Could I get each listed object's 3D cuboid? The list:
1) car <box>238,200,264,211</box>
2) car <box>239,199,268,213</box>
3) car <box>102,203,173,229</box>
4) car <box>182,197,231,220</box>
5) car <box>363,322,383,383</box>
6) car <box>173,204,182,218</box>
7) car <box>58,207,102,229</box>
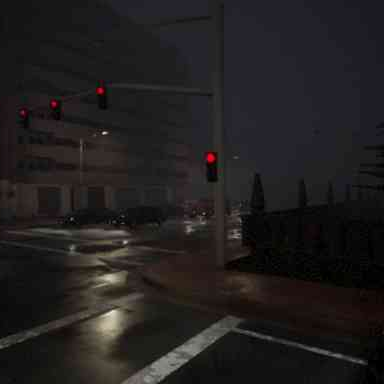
[{"bbox_3d":[8.557,1.882,48.030,1.994,1.385,4.181,-1,-1,36],"label":"car"},{"bbox_3d":[7.436,1.625,40.383,2.097,1.767,4.553,-1,-1,35],"label":"car"},{"bbox_3d":[-3.831,1.779,24.305,1.837,1.490,4.892,-1,0,35],"label":"car"},{"bbox_3d":[1.748,1.495,32.284,2.150,2.045,5.566,-1,-1,35],"label":"car"},{"bbox_3d":[3.728,1.191,1.220,5.566,2.045,2.150,-1,0,37],"label":"car"},{"bbox_3d":[-2.449,1.844,32.362,1.812,1.442,4.674,-1,-1,35],"label":"car"},{"bbox_3d":[-7.680,1.845,24.909,1.812,1.442,4.674,-1,-1,35],"label":"car"}]
